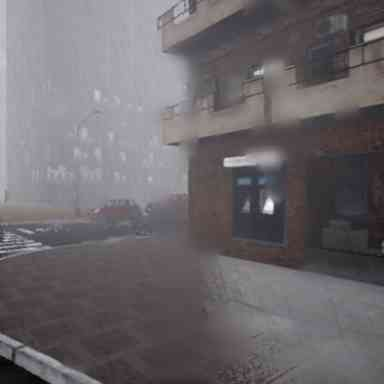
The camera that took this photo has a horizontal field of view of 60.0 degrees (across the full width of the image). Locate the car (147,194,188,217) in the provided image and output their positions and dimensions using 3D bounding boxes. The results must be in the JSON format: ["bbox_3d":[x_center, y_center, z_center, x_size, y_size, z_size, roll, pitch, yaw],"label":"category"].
[{"bbox_3d":[-1.564,1.110,28.501,5.009,1.841,2.192,-1,1,-41],"label":"car"}]

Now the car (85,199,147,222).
[{"bbox_3d":[-5.842,1.284,24.818,4.097,1.590,1.967,-1,1,-41],"label":"car"}]

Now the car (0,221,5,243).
[{"bbox_3d":[-9.050,1.274,12.315,2.097,1.767,4.553,0,0,1],"label":"car"}]
